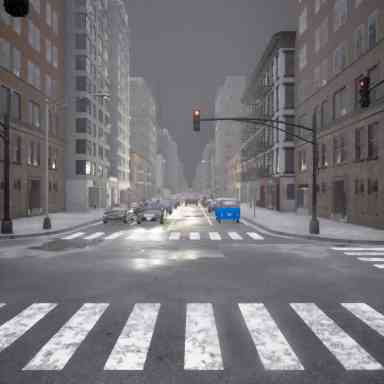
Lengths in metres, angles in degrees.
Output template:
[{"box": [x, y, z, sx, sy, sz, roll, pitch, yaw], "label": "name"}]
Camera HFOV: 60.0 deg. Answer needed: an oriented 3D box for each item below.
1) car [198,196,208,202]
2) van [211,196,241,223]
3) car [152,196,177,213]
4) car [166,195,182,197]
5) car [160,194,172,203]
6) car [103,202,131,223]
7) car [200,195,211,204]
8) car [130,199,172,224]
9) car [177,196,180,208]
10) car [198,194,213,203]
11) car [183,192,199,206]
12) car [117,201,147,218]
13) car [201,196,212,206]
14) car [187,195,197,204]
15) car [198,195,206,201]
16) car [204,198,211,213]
[{"box": [2.529, 1.524, 76.059, 2.008, 1.369, 4.403, 0, 0, 0], "label": "car"}, {"box": [2.601, 1.340, 24.927, 1.690, 1.788, 3.998, 0, 0, 0], "label": "van"}, {"box": [-2.899, 1.476, 33.902, 1.882, 1.535, 5.008, 0, 0, 0], "label": "car"}, {"box": [-2.882, 1.554, 53.150, 1.994, 1.385, 4.181, 0, 0, 1], "label": "car"}, {"box": [-5.488, 1.292, 70.362, 2.192, 1.841, 5.009, 0, 0, 0], "label": "car"}, {"box": [-5.424, 1.549, 24.907, 2.008, 1.369, 4.403, 0, 0, 0], "label": "car"}, {"box": [2.545, 1.421, 64.696, 1.967, 1.590, 4.097, 0, 0, 0], "label": "car"}, {"box": [-2.872, 1.490, 24.459, 2.128, 1.511, 4.902, 0, 0, -1], "label": "car"}, {"box": [-2.909, 1.560, 43.127, 1.994, 1.385, 4.181, 0, 0, 0], "label": "car"}, {"box": [2.561, 1.305, 53.334, 2.192, 1.841, 5.009, 0, 0, 0], "label": "car"}, {"box": [-0.079, 1.340, 55.023, 2.097, 1.767, 4.553, 0, 0, 0], "label": "car"}, {"box": [-5.432, 1.543, 30.589, 1.887, 1.381, 4.507, 0, 0, 0], "label": "car"}, {"box": [2.569, 1.576, 47.653, 1.802, 1.307, 4.206, 0, 0, 0], "label": "car"}, {"box": [-0.093, 1.459, 65.055, 1.882, 1.535, 5.008, 0, 0, 0], "label": "car"}, {"box": [2.513, 1.530, 87.421, 1.947, 1.339, 4.313, 0, 0, 0], "label": "car"}, {"box": [2.585, 1.580, 36.290, 1.802, 1.307, 4.206, 0, 0, 0], "label": "car"}]
